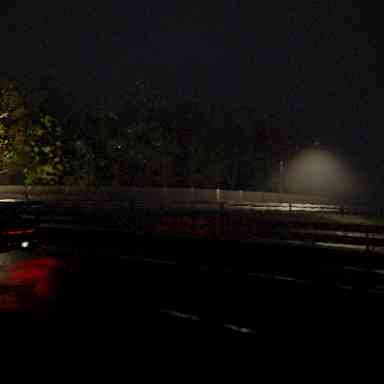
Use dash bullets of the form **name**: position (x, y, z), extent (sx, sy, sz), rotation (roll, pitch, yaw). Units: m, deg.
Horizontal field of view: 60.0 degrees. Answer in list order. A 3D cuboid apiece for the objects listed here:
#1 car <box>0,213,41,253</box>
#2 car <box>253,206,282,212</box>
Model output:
- **car**: position (-7.841, 1.530, 12.538), extent (4.892, 1.490, 1.837), rotation (0, 0, 28)
- **car**: position (10.758, 2.223, 47.842), extent (4.718, 1.301, 1.895), rotation (3, -1, -29)
